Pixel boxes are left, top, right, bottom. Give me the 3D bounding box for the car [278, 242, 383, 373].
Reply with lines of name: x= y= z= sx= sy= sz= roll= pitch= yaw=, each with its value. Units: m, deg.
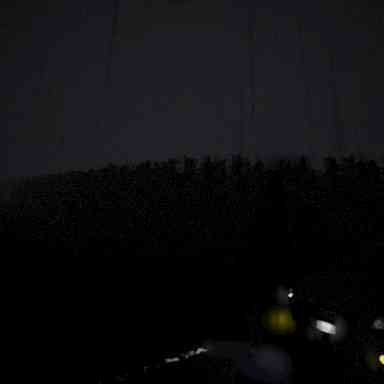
car: x=3.361 y=1.574 z=5.482 sx=4.181 sy=1.385 sz=1.994 roll=0 pitch=0 yaw=-36
